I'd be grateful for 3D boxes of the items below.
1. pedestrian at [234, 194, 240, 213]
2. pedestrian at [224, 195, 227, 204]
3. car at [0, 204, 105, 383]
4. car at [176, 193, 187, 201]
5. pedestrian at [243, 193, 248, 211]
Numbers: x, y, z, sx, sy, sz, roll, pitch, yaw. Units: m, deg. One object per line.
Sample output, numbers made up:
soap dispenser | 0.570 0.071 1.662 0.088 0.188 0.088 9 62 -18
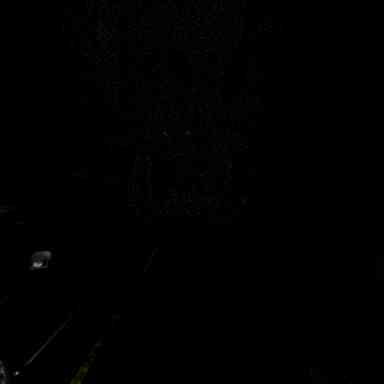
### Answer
pedestrian | 4.506 1.135 33.503 0.375 1.860 0.375 1 -1 0
pedestrian | 3.505 1.193 34.702 0.375 1.860 0.375 1 -1 0
car | -2.850 1.235 4.665 2.150 2.045 5.566 0 0 0
car | -2.482 1.284 91.022 2.150 2.045 5.566 0 0 0
pedestrian | 5.505 1.008 34.106 0.375 1.860 0.375 1 -1 0
